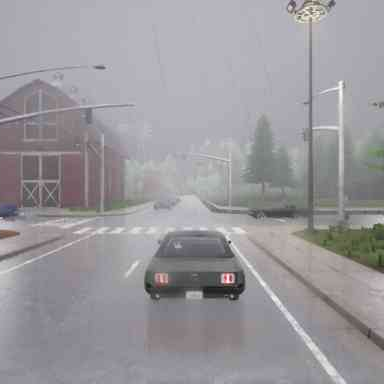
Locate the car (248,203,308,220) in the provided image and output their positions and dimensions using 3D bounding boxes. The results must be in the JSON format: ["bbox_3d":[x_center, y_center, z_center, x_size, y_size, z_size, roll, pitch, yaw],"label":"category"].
[{"bbox_3d":[6.928,1.574,26.944,4.718,1.301,1.895,0,0,-1],"label":"car"}]

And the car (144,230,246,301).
[{"bbox_3d":[0.066,1.601,8.300,1.895,1.301,4.718,0,0,0],"label":"car"}]

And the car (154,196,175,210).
[{"bbox_3d":[-3.599,1.564,42.112,1.994,1.385,4.181,0,0,0],"label":"car"}]

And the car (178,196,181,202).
[{"bbox_3d":[-3.563,1.504,62.206,1.837,1.490,4.892,0,0,0],"label":"car"}]

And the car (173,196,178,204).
[{"bbox_3d":[-3.593,1.504,52.134,1.837,1.490,4.892,0,0,0],"label":"car"}]

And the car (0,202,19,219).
[{"bbox_3d":[-16.540,1.442,26.516,5.008,1.535,1.882,0,0,-1],"label":"car"}]

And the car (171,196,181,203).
[{"bbox_3d":[-3.501,1.590,72.514,1.895,1.301,4.718,0,0,0],"label":"car"}]
